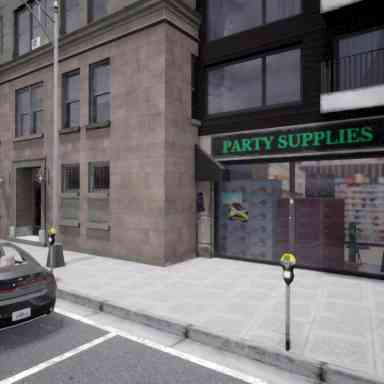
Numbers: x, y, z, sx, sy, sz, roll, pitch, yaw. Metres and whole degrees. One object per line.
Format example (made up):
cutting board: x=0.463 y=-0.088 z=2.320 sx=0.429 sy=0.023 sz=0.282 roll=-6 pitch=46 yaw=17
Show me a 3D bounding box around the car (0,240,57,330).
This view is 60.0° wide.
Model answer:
car: x=-4.263 y=1.551 z=6.126 sx=4.403 sy=1.369 sz=2.008 roll=0 pitch=0 yaw=36
